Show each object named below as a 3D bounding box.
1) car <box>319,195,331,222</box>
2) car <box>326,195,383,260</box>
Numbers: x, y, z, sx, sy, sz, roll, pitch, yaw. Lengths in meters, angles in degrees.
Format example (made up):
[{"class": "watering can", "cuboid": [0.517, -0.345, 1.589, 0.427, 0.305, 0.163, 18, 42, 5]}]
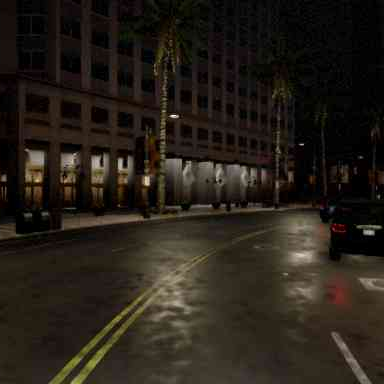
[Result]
[{"class": "car", "cuboid": [11.553, 1.256, 24.913, 2.150, 2.045, 5.566, 0, 0, 45]}, {"class": "car", "cuboid": [6.199, 1.256, 11.982, 2.150, 2.045, 5.566, 0, 0, 25]}]
